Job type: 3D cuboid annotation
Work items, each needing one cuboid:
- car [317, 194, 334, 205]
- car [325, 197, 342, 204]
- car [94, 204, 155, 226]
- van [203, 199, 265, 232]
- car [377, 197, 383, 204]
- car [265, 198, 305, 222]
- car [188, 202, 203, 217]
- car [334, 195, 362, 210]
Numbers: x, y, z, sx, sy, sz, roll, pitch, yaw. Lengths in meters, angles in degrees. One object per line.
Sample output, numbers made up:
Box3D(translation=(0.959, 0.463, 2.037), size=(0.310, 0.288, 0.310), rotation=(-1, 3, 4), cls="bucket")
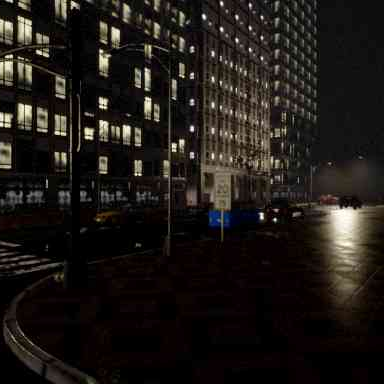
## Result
Box3D(translation=(25.133, 1.381, 62.528), size=(2.192, 1.841, 5.009), rotation=(0, 0, 38), cls="car")
Box3D(translation=(28.527, 1.625, 66.936), size=(2.008, 1.369, 4.403), rotation=(0, 0, 38), cls="car")
Box3D(translation=(-4.734, 1.540, 23.944), size=(1.752, 1.417, 4.829), rotation=(0, 0, 38), cls="car")
Box3D(translation=(2.656, 1.368, 20.230), size=(1.690, 1.788, 3.998), rotation=(0, 0, 38), cls="van")
Box3D(translation=(38.164, 1.659, 66.536), size=(1.947, 1.339, 4.313), rotation=(0, 0, 38), cls="car")
Box3D(translation=(7.619, 1.473, 26.859), size=(1.967, 1.590, 4.097), rotation=(0, 0, 38), cls="car")
Box3D(translation=(1.375, 1.604, 31.667), size=(1.802, 1.307, 4.206), rotation=(0, 0, 38), cls="car")
Box3D(translation=(21.195, 1.369, 44.494), size=(2.192, 1.841, 5.009), rotation=(0, 0, 38), cls="car")
